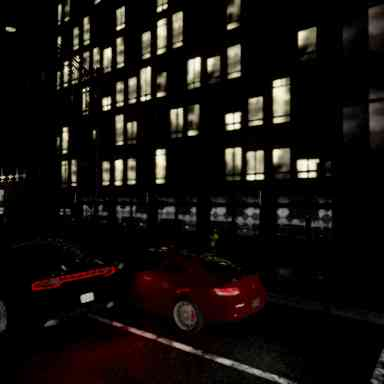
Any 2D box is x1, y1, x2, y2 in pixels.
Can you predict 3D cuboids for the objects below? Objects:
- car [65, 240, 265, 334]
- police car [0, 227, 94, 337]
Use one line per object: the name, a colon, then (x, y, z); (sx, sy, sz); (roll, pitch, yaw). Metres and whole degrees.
car: (-0.568, 1.777, 6.959); (4.206, 1.307, 1.802); (-1, -2, 37)
police car: (-3.838, 1.609, 7.172); (5.238, 1.638, 1.930); (-1, -2, 37)
